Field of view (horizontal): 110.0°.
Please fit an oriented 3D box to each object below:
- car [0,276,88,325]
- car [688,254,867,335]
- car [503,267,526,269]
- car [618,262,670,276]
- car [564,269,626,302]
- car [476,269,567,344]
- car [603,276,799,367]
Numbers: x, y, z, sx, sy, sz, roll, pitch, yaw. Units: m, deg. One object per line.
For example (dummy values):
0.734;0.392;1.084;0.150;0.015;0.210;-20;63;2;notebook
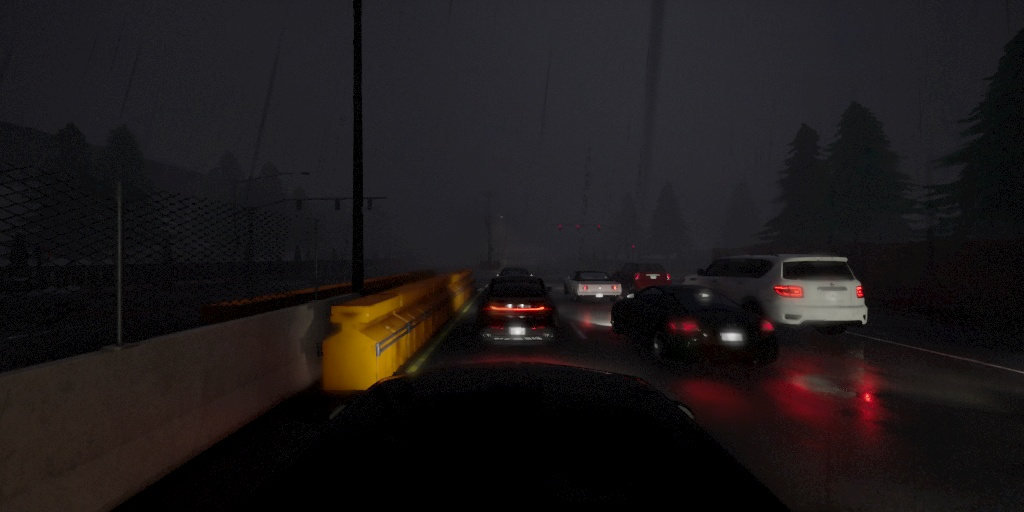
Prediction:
-14.051;1.275;9.129;1.812;1.442;4.674;0;0;0;car
7.124;0.971;10.641;2.150;2.045;5.566;0;0;0;car
0.141;1.297;19.088;2.033;1.411;5.357;0;0;0;car
7.147;1.102;20.227;2.097;1.767;4.553;0;0;0;car
3.639;1.351;17.123;1.895;1.301;4.718;0;0;0;car
0.120;1.255;9.570;1.837;1.490;4.892;0;0;0;car
3.624;1.314;7.941;1.994;1.385;4.181;0;0;-1;car
